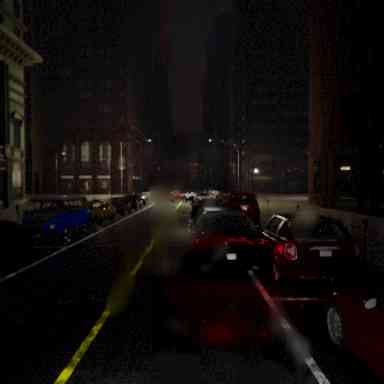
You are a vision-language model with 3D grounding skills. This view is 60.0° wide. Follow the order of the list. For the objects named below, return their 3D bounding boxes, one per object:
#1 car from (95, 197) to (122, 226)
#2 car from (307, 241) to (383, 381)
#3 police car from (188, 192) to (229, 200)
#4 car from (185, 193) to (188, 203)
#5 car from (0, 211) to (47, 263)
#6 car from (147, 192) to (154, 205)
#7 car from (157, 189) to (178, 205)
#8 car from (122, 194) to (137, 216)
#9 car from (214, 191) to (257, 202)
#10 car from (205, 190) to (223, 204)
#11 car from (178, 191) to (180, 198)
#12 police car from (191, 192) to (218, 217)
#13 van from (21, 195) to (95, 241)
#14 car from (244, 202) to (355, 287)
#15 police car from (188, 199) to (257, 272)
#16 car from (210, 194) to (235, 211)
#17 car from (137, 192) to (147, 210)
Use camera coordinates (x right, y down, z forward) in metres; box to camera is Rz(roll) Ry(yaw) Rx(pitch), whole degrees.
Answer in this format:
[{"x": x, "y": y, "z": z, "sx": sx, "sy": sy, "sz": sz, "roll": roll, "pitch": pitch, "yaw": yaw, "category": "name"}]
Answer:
[{"x": -5.752, "y": 1.126, "z": 19.911, "sx": 1.752, "sy": 1.417, "sz": 4.829, "roll": 0, "pitch": 1, "yaw": 0, "category": "car"}, {"x": 2.761, "y": 1.515, "z": 3.175, "sx": 1.802, "sy": 1.307, "sz": 4.206, "roll": 0, "pitch": 1, "yaw": 0, "category": "car"}, {"x": 0.882, "y": 1.020, "z": 20.170, "sx": 1.930, "sy": 1.638, "sz": 5.238, "roll": 0, "pitch": 1, "yaw": 0, "category": "police car"}, {"x": 0.033, "y": 0.725, "z": 44.464, "sx": 1.895, "sy": 1.301, "sz": 4.718, "roll": 0, "pitch": 1, "yaw": 0, "category": "car"}, {"x": -5.760, "y": 1.402, "z": 8.812, "sx": 1.802, "sy": 1.307, "sz": 4.206, "roll": 0, "pitch": 1, "yaw": 0, "category": "car"}, {"x": -5.739, "y": 0.834, "z": 36.988, "sx": 1.947, "sy": 1.339, "sz": 4.313, "roll": 0, "pitch": 1, "yaw": 0, "category": "car"}, {"x": -3.040, "y": 0.703, "z": 40.685, "sx": 1.837, "sy": 1.490, "sz": 4.892, "roll": 0, "pitch": 1, "yaw": 0, "category": "car"}, {"x": -5.747, "y": 1.068, "z": 25.718, "sx": 1.802, "sy": 1.307, "sz": 4.206, "roll": 0, "pitch": 1, "yaw": 0, "category": "car"}, {"x": 2.772, "y": 0.912, "z": 20.074, "sx": 2.192, "sy": 1.841, "sz": 5.009, "roll": 0, "pitch": 1, "yaw": 0, "category": "car"}, {"x": 2.790, "y": 0.599, "z": 42.617, "sx": 1.967, "sy": 1.590, "sz": 4.097, "roll": 0, "pitch": 1, "yaw": 0, "category": "car"}, {"x": -4.395, "y": 0.161, "z": 61.604, "sx": 4.553, "sy": 1.767, "sz": 2.097, "roll": 1, "pitch": 2, "yaw": 38, "category": "car"}, {"x": 0.886, "y": 0.903, "z": 26.168, "sx": 1.930, "sy": 1.638, "sz": 5.238, "roll": 0, "pitch": 1, "yaw": 0, "category": "police car"}, {"x": -5.757, "y": 1.049, "z": 14.442, "sx": 1.690, "sy": 1.788, "sz": 3.998, "roll": 0, "pitch": 1, "yaw": 0, "category": "van"}, {"x": 2.764, "y": 1.260, "z": 8.807, "sx": 1.967, "sy": 1.590, "sz": 4.097, "roll": 0, "pitch": 1, "yaw": 0, "category": "car"}, {"x": 0.906, "y": 1.218, "z": 10.171, "sx": 1.930, "sy": 1.638, "sz": 5.238, "roll": 0, "pitch": 1, "yaw": 0, "category": "police car"}, {"x": 2.782, "y": 0.943, "z": 31.349, "sx": 1.947, "sy": 1.339, "sz": 4.313, "roll": 0, "pitch": 1, "yaw": 0, "category": "car"}, {"x": -5.743, "y": 0.943, "z": 31.353, "sx": 1.947, "sy": 1.339, "sz": 4.313, "roll": 0, "pitch": 1, "yaw": 0, "category": "car"}]
